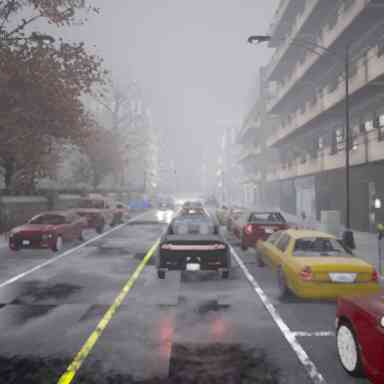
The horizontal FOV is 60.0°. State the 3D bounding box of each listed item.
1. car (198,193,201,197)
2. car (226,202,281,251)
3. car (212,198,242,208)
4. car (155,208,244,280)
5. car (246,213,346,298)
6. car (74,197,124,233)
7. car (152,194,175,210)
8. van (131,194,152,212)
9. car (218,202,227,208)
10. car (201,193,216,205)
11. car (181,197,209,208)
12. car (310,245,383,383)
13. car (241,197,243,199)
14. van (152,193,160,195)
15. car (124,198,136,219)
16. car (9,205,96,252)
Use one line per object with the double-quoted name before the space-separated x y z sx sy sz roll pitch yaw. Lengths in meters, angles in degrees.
"car" 2.708 1.123 90.237 1.947 1.339 4.313 1 0 0
"car" 2.706 1.371 13.627 1.967 1.590 4.097 1 0 0
"car" 2.705 1.401 24.844 1.752 1.417 4.829 1 0 0
"car" 0.050 1.442 9.818 2.128 1.511 4.902 0 0 1
"car" 2.704 1.483 8.274 1.752 1.417 4.829 1 0 0
"car" -5.671 1.219 19.150 2.192 1.841 5.009 1 0 0
"car" -3.095 1.295 39.529 2.128 1.511 4.902 0 0 0
"van" -5.679 1.164 35.721 1.690 1.788 3.998 1 0 0
"car" 2.704 1.486 19.151 1.802 1.307 4.206 1 0 0
"car" 2.677 1.208 46.767 1.967 1.590 4.097 1 0 0
"car" 0.065 1.416 26.278 2.033 1.411 5.357 0 0 0
"car" 2.704 1.531 2.580 1.887 1.381 4.507 1 0 0
"car" 13.646 1.212 78.421 4.097 1.590 1.967 0 -1 1
"van" -5.637 1.083 52.292 1.690 1.788 3.998 1 0 0
"car" -5.675 1.422 24.675 1.887 1.381 4.507 1 0 0
"car" -5.676 1.476 13.628 1.887 1.381 4.507 1 0 0
